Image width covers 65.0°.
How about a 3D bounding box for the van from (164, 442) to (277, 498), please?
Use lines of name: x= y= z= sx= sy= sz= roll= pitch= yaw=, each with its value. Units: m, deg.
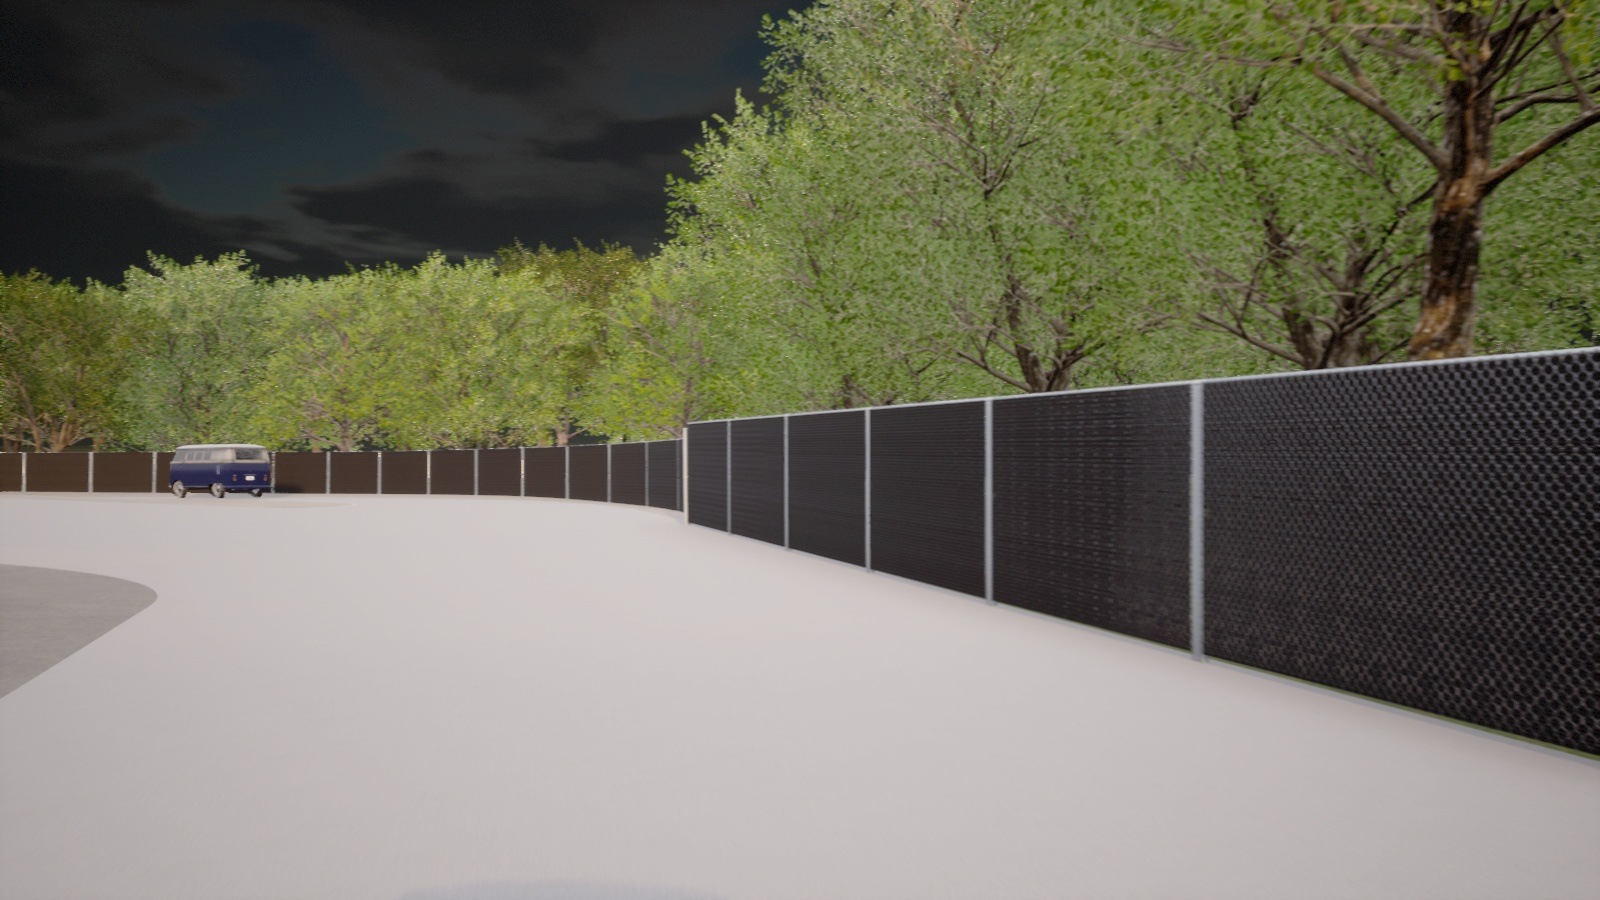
van: x=-21.417 y=0.749 z=46.336 sx=4.442 sy=1.987 sz=1.775 roll=-1 pitch=-2 yaw=35
